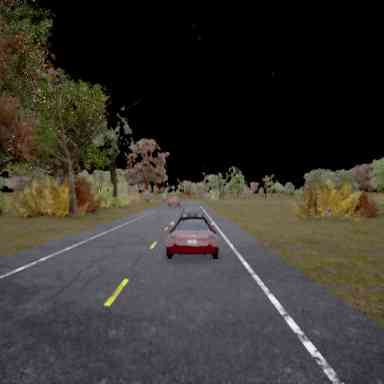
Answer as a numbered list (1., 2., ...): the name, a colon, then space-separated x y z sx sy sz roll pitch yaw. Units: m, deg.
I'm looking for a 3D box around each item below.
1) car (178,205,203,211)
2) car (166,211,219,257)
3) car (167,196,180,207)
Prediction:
1. car: 0.031 1.890 28.223 1.895 1.301 4.718 0 -1 0
2. car: 0.029 1.705 13.510 1.994 1.385 4.181 0 0 0
3. car: -3.490 1.863 64.471 2.150 2.045 5.566 0 -1 1
